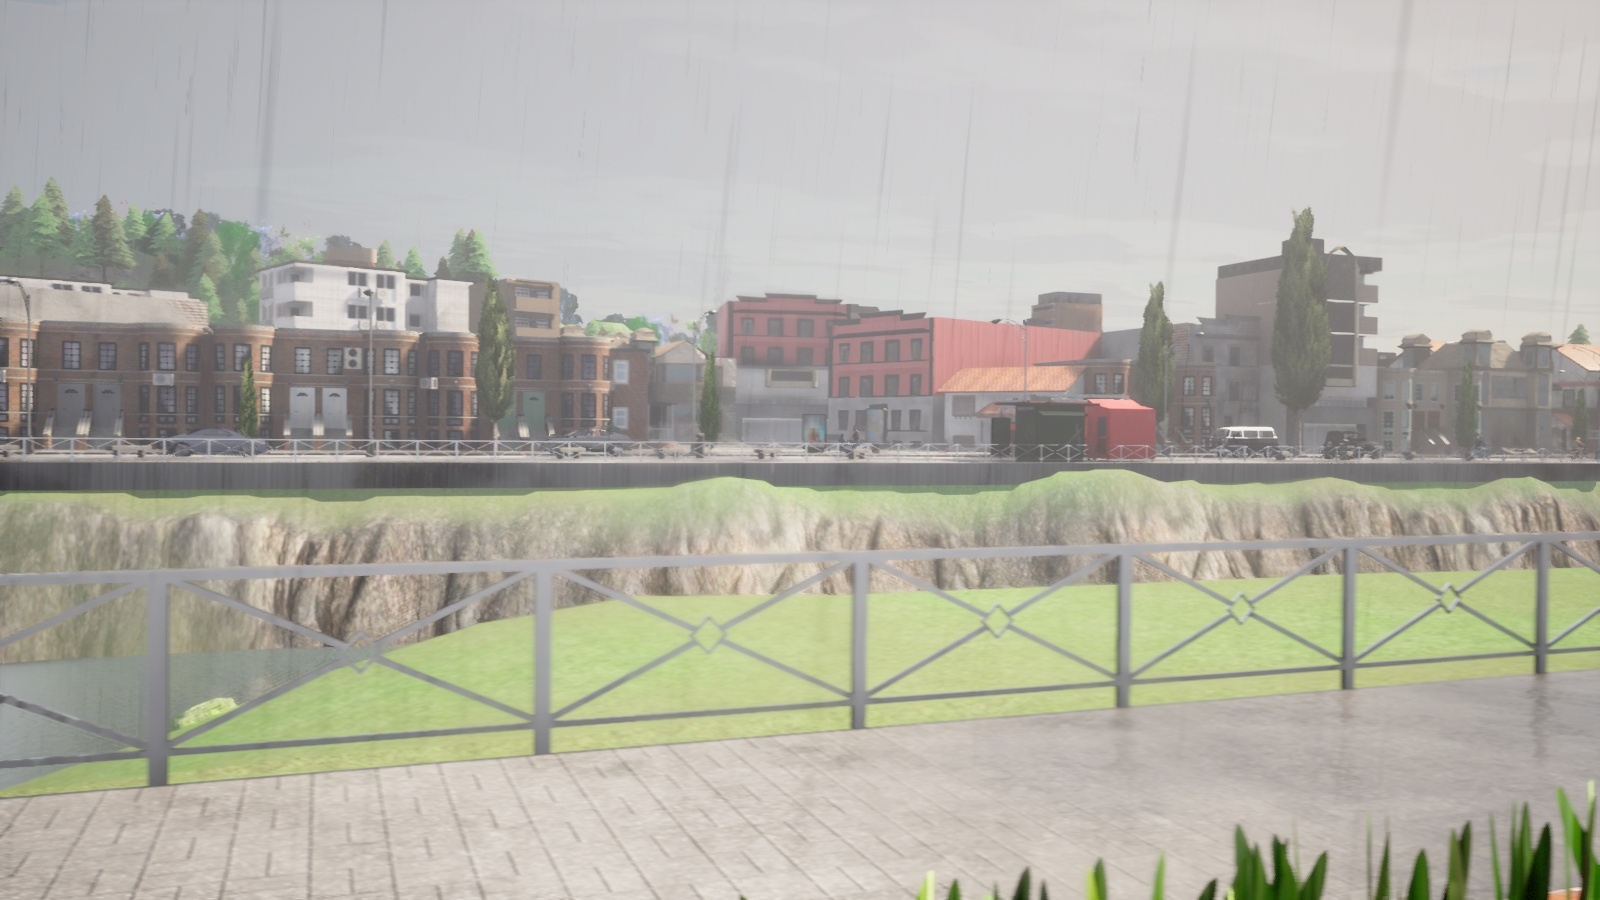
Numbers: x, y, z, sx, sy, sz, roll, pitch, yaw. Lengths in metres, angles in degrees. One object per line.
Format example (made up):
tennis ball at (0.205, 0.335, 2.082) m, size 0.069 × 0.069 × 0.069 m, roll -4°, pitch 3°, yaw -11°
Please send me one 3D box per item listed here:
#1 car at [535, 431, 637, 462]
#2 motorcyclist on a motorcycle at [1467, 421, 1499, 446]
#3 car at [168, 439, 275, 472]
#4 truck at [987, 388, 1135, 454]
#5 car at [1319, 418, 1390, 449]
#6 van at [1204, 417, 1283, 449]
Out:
car at (-11.188, -0.191, 65.514) m, size 4.902 × 1.511 × 2.128 m, roll -1°, pitch 1°, yaw -21°
motorcyclist on a motorcycle at (44.882, -1.077, 82.545) m, size 1.817 × 1.590 × 0.866 m, roll -1°, pitch 1°, yaw -21°
car at (-25.601, 0.231, 55.758) m, size 4.181 × 1.385 × 1.994 m, roll -1°, pitch 1°, yaw -21°
truck at (15.777, -1.770, 75.752) m, size 8.468 × 3.827 × 2.891 m, roll -1°, pitch 1°, yaw -21°
car at (34.725, -1.062, 78.683) m, size 3.866 × 1.878 × 1.905 m, roll -1°, pitch 1°, yaw -21°
van at (28.461, -1.097, 80.579) m, size 4.480 × 2.038 × 2.069 m, roll -1°, pitch 1°, yaw -21°
